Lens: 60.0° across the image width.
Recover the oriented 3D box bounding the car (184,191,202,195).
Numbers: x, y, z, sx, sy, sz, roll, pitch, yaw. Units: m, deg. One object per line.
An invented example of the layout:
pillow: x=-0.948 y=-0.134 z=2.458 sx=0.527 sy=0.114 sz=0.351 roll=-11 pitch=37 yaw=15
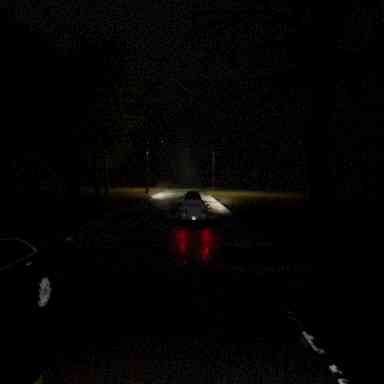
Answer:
car: x=0.112 y=0.610 z=38.602 sx=1.837 sy=1.490 sz=4.892 roll=0 pitch=2 yaw=0

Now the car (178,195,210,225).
car: x=0.103 y=1.147 z=20.452 sx=1.812 sy=1.442 sz=4.674 roll=0 pitch=2 yaw=0

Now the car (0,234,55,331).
car: x=-3.589 y=1.437 z=4.650 sx=1.837 sy=1.490 sz=4.892 roll=0 pitch=1 yaw=0
